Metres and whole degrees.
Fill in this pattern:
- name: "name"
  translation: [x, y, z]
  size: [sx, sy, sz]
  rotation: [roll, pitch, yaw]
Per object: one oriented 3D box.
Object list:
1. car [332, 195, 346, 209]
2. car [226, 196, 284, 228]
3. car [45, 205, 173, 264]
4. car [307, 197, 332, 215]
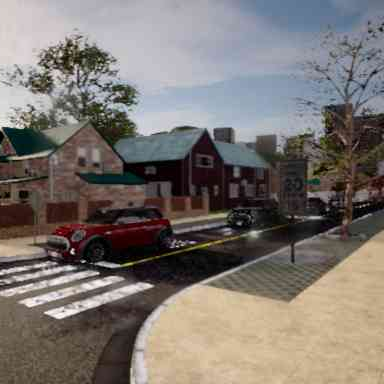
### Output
- name: "car"
  translation: [16.986, 1.062, 38.283]
  size: [2.128, 1.511, 4.902]
  rotation: [0, 1, 37]
- name: "car"
  translation: [4.001, 1.179, 20.773]
  size: [2.097, 1.767, 4.553]
  rotation: [0, 1, 36]
- name: "car"
  translation: [-2.814, 1.311, 12.009]
  size: [2.097, 1.767, 4.553]
  rotation: [0, 1, 41]
- name: "car"
  translation: [10.771, 1.219, 29.921]
  size: [1.812, 1.442, 4.674]
  rotation: [0, 1, 36]
